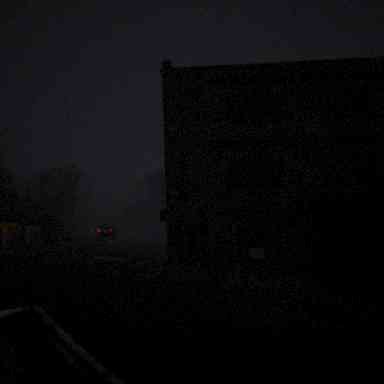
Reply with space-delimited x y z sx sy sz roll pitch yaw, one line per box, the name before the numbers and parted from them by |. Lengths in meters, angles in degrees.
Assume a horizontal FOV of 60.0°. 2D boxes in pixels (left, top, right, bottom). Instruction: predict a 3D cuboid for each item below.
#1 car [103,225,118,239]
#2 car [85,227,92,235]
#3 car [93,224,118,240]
car | -13.614 6.665 55.331 2.150 2.045 5.566 -1 -6 -16
car | -22.800 8.764 75.174 1.837 1.490 4.892 0 -3 -31
car | -11.289 5.352 44.418 2.150 2.045 5.566 -2 -8 -7
